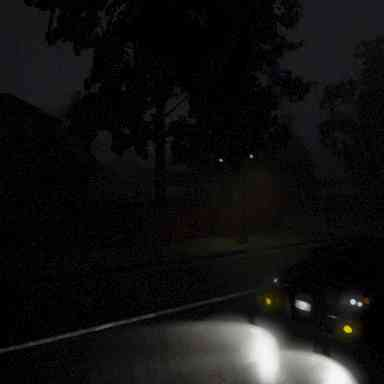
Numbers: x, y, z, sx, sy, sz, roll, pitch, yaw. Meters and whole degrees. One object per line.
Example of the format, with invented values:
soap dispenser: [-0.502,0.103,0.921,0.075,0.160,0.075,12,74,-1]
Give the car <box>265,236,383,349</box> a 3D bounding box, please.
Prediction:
car: [3.353,1.583,6.293,4.181,1.385,1.994,0,0,-35]
